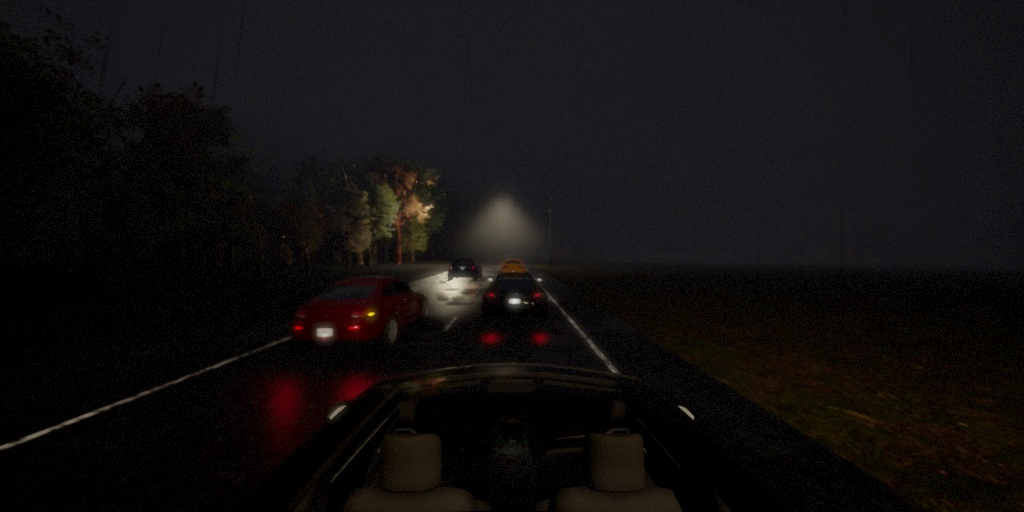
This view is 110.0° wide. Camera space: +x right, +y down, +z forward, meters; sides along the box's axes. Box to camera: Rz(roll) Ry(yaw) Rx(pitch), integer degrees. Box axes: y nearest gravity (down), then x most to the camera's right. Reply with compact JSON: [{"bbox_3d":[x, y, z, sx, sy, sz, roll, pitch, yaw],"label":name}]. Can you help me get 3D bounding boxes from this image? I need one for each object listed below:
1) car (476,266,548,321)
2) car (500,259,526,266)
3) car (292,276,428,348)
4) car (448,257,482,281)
[{"bbox_3d":[0.085,1.219,12.057,1.994,1.385,4.181,0,1,0],"label":"car"},{"bbox_3d":[0.086,0.975,28.692,1.882,1.535,5.008,0,1,0],"label":"car"},{"bbox_3d":[-3.426,1.210,8.870,1.812,1.442,4.674,0,1,0],"label":"car"},{"bbox_3d":[-3.417,0.868,26.805,2.097,1.767,4.553,0,1,0],"label":"car"}]
